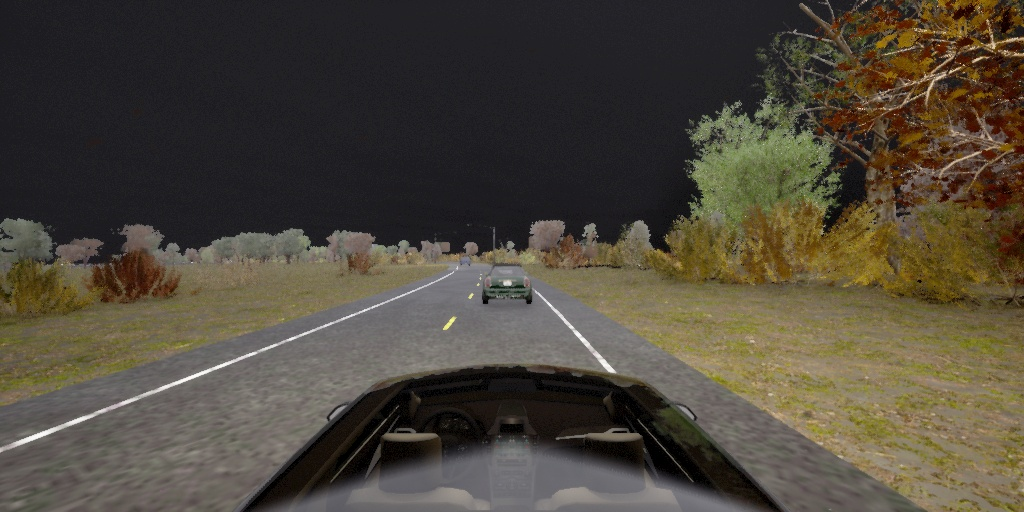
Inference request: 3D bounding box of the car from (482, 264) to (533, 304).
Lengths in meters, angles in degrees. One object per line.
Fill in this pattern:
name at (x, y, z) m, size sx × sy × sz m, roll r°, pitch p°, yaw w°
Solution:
car at (-0.254, 1.130, 16.527) m, size 2.097 × 1.767 × 4.553 m, roll 0°, pitch 0°, yaw -2°
